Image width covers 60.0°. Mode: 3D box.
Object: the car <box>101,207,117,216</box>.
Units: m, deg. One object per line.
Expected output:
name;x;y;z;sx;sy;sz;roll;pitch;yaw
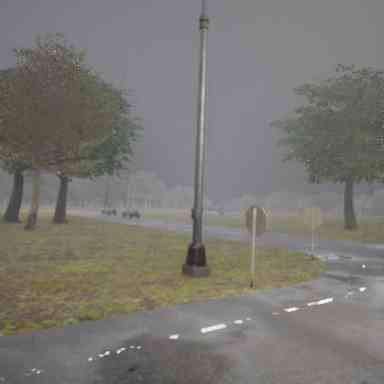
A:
car;-15.506;3.621;62.009;1.837;1.490;4.892;4;-3;-33

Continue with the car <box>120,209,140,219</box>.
car;-9.976;3.495;53.727;1.837;1.490;4.892;4;-3;-33
